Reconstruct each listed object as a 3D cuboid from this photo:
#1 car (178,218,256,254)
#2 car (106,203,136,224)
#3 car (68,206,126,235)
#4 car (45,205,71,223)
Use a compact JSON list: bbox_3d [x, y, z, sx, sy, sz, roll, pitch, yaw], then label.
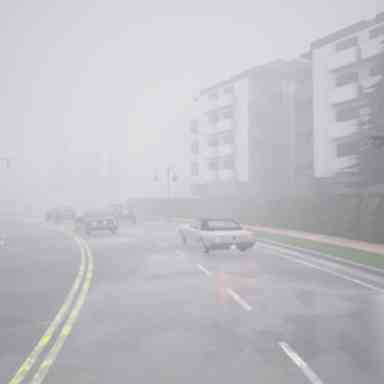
[{"bbox_3d":[0.842,1.776,14.425,1.895,1.301,4.718,0,-1,-18],"label":"car"},{"bbox_3d":[-6.485,1.740,28.149,2.097,1.767,4.553,0,-1,-34],"label":"car"},{"bbox_3d":[-6.238,1.850,21.360,2.033,1.411,5.357,0,-1,-30],"label":"car"},{"bbox_3d":[-11.705,1.930,29.697,2.128,1.511,4.902,0,-1,-36],"label":"car"}]
